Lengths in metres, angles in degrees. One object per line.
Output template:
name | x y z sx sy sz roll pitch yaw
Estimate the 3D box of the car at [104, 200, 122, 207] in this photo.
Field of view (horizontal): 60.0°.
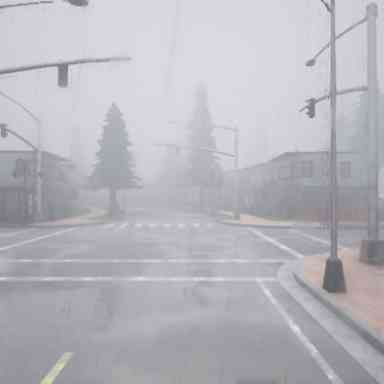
car | -15.120 2.256 63.912 1.895 1.301 4.718 0 -1 -36
